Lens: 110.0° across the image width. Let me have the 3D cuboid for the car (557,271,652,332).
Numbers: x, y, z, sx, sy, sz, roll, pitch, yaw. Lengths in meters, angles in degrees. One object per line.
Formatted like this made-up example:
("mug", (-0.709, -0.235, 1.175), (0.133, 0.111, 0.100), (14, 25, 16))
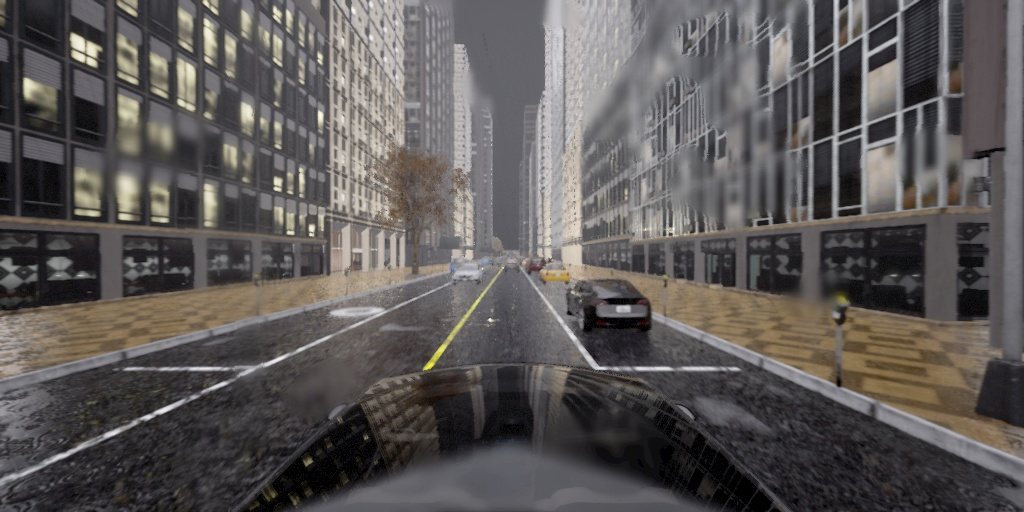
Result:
("car", (2.689, 1.310, 10.702), (1.948, 1.339, 4.313), (0, 0, 0))

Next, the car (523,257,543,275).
("car", (2.687, 1.031, 39.194), (2.192, 1.841, 5.009), (0, 0, 0))

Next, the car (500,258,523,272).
("car", (0.030, 1.202, 44.129), (2.128, 1.511, 4.902), (0, 0, 1))

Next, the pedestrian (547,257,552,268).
("pedestrian", (2.998, 1.021, 29.071), (0.375, 1.860, 0.375), (0, 0, 0))

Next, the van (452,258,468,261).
("van", (-5.694, 1.058, 39.198), (1.690, 1.789, 3.998), (0, 0, 0))

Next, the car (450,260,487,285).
("car", (-3.099, 1.257, 25.838), (1.812, 1.442, 4.674), (0, 0, 0))

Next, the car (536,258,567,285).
("car", (2.998, 1.186, 26.083), (1.801, 1.575, 5.366), (0, 0, 0))
